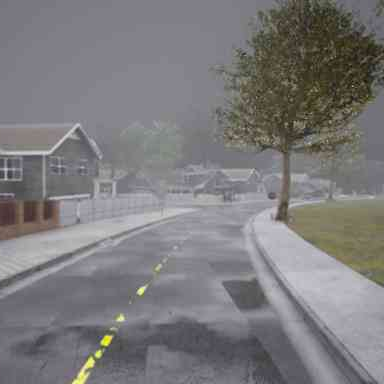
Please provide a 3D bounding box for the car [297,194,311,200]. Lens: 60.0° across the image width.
[{"bbox_3d":[27.920,1.299,82.827,2.128,1.511,4.902,2,2,40],"label":"car"}]
